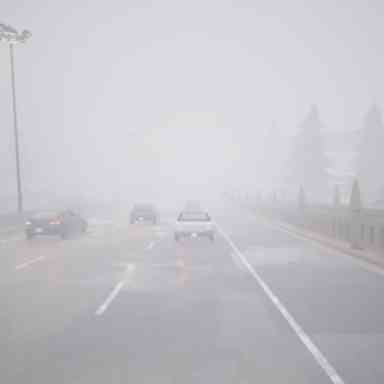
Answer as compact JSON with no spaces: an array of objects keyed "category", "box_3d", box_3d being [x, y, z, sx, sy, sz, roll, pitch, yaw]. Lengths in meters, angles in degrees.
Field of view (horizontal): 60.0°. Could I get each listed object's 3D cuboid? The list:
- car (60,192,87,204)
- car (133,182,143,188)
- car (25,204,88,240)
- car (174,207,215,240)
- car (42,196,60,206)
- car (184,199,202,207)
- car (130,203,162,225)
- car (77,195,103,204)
[{"category":"car","box_3d":[-17.547,1.149,50.670,2.150,2.045,5.566,0,2,1]},{"category":"car","box_3d":[-13.941,-1.812,86.130,2.033,1.411,5.357,0,6,0]},{"category":"car","box_3d":[-6.901,1.574,17.272,1.812,1.442,4.674,0,0,0]},{"category":"car","box_3d":[0.099,1.649,17.204,1.895,1.301,4.718,0,0,0]},{"category":"car","box_3d":[-21.047,1.418,50.711,2.128,1.511,4.902,0,2,1]},{"category":"car","box_3d":[0.098,1.599,40.730,1.837,1.490,4.892,0,-1,0]},{"category":"car","box_3d":[-3.401,1.567,24.735,1.837,1.490,4.892,0,-1,0]},{"category":"car","box_3d":[-14.049,1.576,47.126,2.033,1.411,5.357,0,1,1]}]
